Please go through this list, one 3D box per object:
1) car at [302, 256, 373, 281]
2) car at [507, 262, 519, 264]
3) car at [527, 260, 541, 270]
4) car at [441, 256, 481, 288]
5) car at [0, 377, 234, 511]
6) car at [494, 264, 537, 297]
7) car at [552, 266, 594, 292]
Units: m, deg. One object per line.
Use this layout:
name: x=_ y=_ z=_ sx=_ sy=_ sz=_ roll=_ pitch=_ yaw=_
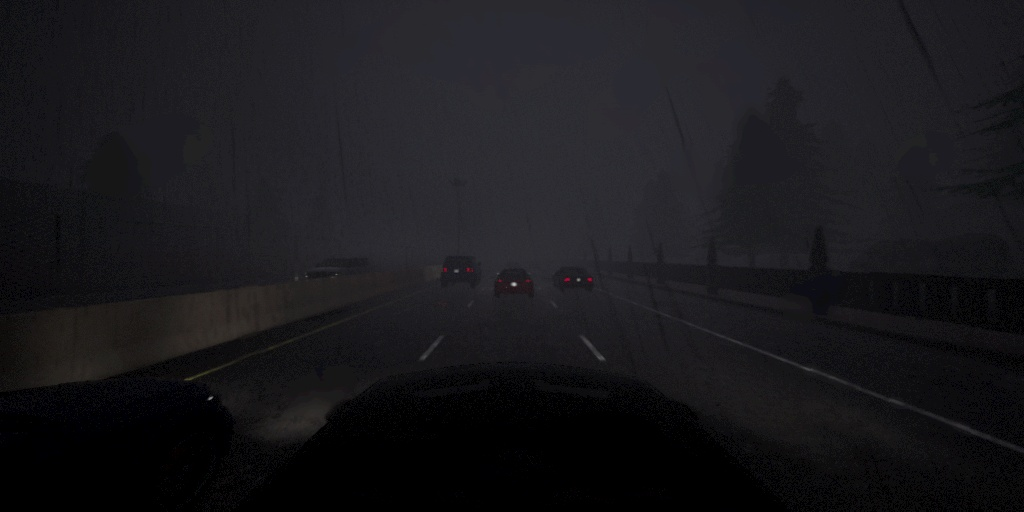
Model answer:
car: x=-10.504 y=1.014 z=22.187 sx=2.150 sy=2.045 sz=5.566 roll=0 pitch=0 yaw=0
car: x=0.087 y=1.368 z=41.556 sx=2.033 sy=1.411 sz=5.357 roll=0 pitch=0 yaw=0
car: x=3.389 y=1.372 z=56.471 sx=1.812 sy=1.442 sz=4.674 roll=0 pitch=0 yaw=-3
car: x=-3.405 y=1.013 z=24.652 sx=2.150 sy=2.045 sz=5.566 roll=0 pitch=0 yaw=0
car: x=-3.397 y=1.275 z=1.228 sx=1.812 sy=1.442 sz=4.674 roll=0 pitch=0 yaw=0
car: x=0.097 y=1.345 z=19.350 sx=1.994 sy=1.385 sz=4.181 roll=0 pitch=0 yaw=0
car: x=3.592 y=1.333 z=21.829 sx=2.033 sy=1.411 sz=5.357 roll=0 pitch=0 yaw=0
